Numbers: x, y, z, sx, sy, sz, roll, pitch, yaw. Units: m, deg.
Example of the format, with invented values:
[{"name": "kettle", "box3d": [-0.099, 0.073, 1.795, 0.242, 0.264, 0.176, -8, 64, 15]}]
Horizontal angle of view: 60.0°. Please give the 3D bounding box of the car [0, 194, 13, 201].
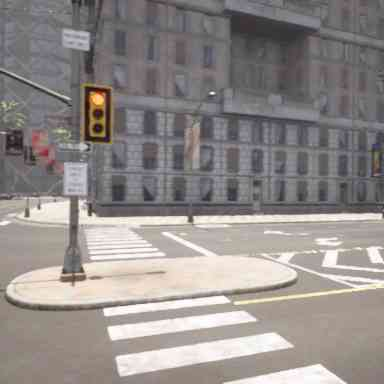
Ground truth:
[{"name": "car", "box3d": [-37.186, 1.052, 64.741, 1.895, 1.301, 4.718, 1, 0, 6]}]
